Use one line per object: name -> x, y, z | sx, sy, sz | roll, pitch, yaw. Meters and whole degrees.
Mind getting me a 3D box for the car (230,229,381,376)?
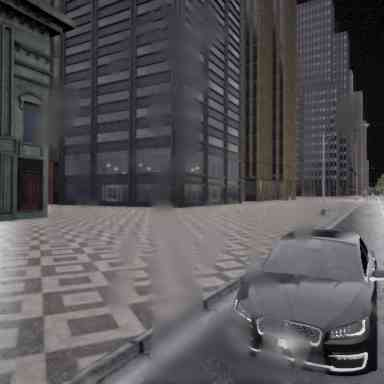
car -> 2.262, 1.507, 5.947 | 1.837, 1.490, 4.892 | 0, 0, 29
